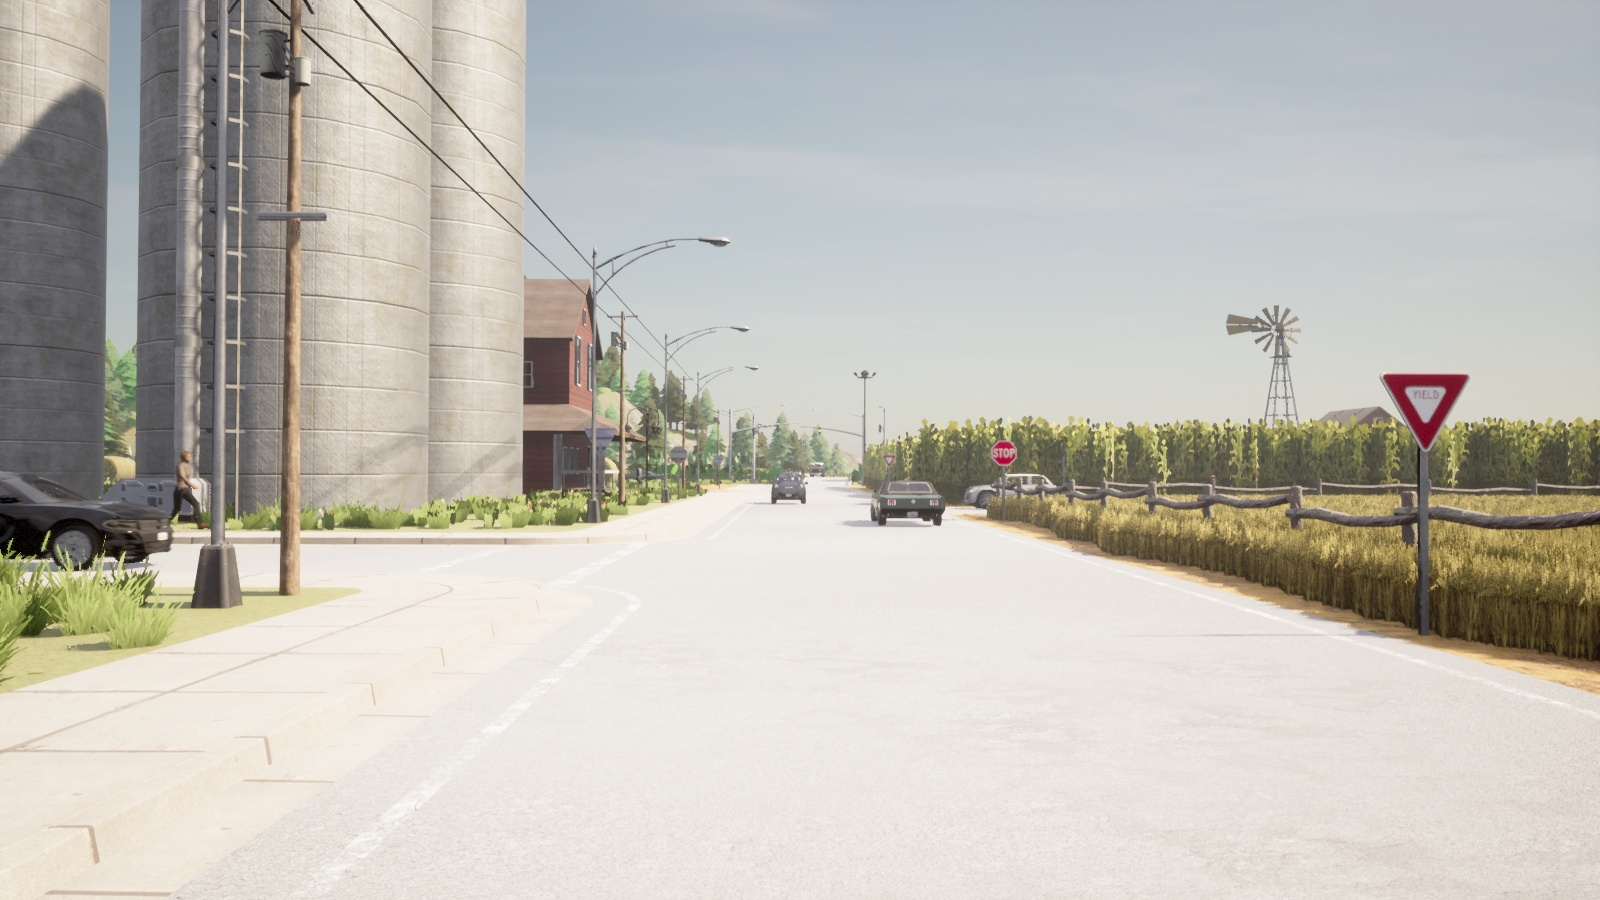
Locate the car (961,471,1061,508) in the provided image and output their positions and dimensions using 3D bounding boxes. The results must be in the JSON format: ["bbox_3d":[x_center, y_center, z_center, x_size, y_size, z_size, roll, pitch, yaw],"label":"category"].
[{"bbox_3d":[8.735,1.623,52.280,3.806,1.475,1.970,0,-1,-1],"label":"car"}]

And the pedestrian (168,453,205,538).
[{"bbox_3d":[-13.406,0.985,27.452,0.634,1.846,0.331,0,-1,-2],"label":"pedestrian"}]

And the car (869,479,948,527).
[{"bbox_3d":[3.166,1.533,37.538,1.895,1.301,4.718,0,-1,0],"label":"car"}]

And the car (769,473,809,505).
[{"bbox_3d":[-0.526,1.840,60.131,1.845,1.501,3.633,0,-1,-1],"label":"car"}]

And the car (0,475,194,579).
[{"bbox_3d":[-12.479,1.173,19.704,5.008,1.535,1.882,0,-1,-1],"label":"car"}]
